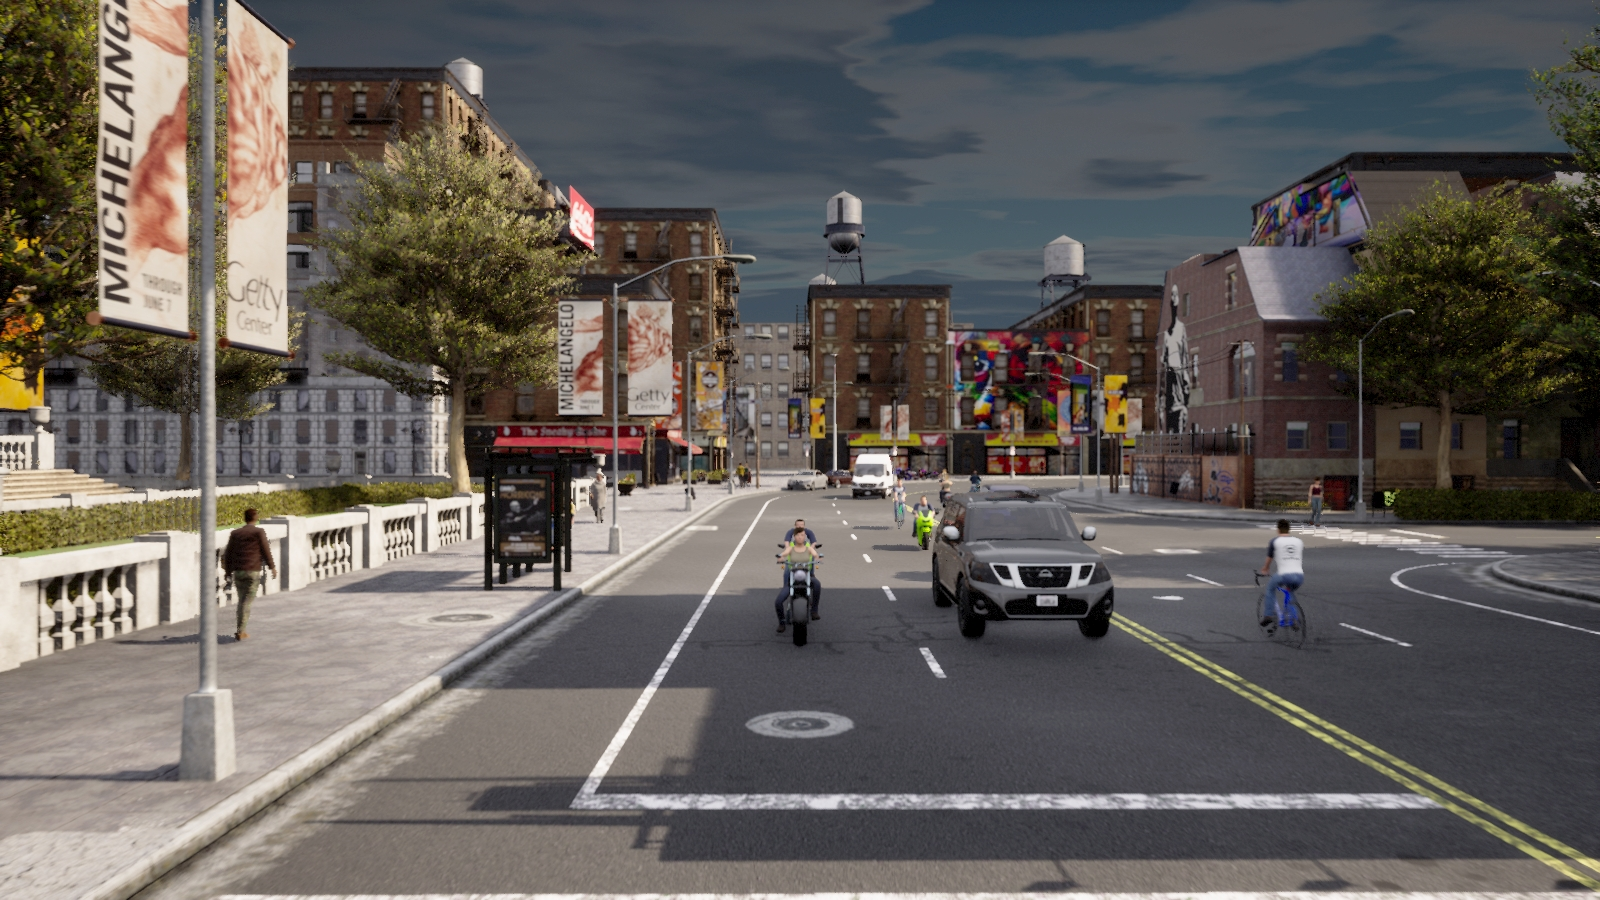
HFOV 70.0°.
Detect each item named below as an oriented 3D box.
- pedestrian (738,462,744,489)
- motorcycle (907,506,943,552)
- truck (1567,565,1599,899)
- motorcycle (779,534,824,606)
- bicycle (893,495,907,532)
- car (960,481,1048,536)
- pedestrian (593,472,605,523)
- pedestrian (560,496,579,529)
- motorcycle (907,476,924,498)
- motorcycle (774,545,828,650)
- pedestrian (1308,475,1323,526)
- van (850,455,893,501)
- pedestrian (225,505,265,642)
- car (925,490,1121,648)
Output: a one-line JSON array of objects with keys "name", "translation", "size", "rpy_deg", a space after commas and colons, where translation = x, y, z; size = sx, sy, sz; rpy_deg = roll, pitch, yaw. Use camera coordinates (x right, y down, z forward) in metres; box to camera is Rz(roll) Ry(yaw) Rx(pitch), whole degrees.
[{"name": "pedestrian", "translation": [-4.002, 1.728, 77.500], "size": [0.375, 1.860, 0.375], "rpy_deg": [0, 0, -4]}, {"name": "motorcycle", "translation": [3.522, 2.227, 32.461], "size": [0.803, 1.145, 2.033], "rpy_deg": [0, 0, 0]}, {"name": "truck", "translation": [3.571, 1.568, 0.719], "size": [2.627, 2.467, 5.204], "rpy_deg": [0, 0, -1]}, {"name": "motorcycle", "translation": [0.021, 2.223, 21.420], "size": [0.803, 1.145, 2.033], "rpy_deg": [0, 0, 0]}, {"name": "bicycle", "translation": [3.528, 2.223, 40.391], "size": [0.373, 1.196, 1.643], "rpy_deg": [0, 0, 0]}, {"name": "car", "translation": [7.001, 1.984, 39.661], "size": [2.242, 1.667, 4.611], "rpy_deg": [0, 0, 0]}, {"name": "pedestrian", "translation": [-7.278, 1.714, 41.351], "size": [0.375, 1.860, 0.375], "rpy_deg": [0, 0, -16]}, {"name": "pedestrian", "translation": [-7.721, 2.092, 38.290], "size": [0.500, 1.100, 0.500], "rpy_deg": [0, 0, 3]}, {"name": "motorcycle", "translation": [6.919, 2.198, 68.462], "size": [0.764, 1.277, 2.356], "rpy_deg": [0, 0, 0]}, {"name": "motorcycle", "translation": [0.009, 2.178, 17.267], "size": [0.764, 1.277, 2.356], "rpy_deg": [0, 0, 0]}, {"name": "pedestrian", "translation": [18.944, 1.867, 41.995], "size": [0.375, 1.860, 0.375], "rpy_deg": [0, 0, -2]}, {"name": "van", "translation": [4.270, 1.562, 67.130], "size": [1.988, 2.561, 5.915], "rpy_deg": [0, 0, 9]}, {"name": "pedestrian", "translation": [-7.710, 1.703, 15.885], "size": [0.375, 1.860, 0.375], "rpy_deg": [0, 0, -2]}, {"name": "car", "translation": [3.470, 1.788, 18.990], "size": [2.150, 2.045, 5.566], "rpy_deg": [0, 0, 0]}]
